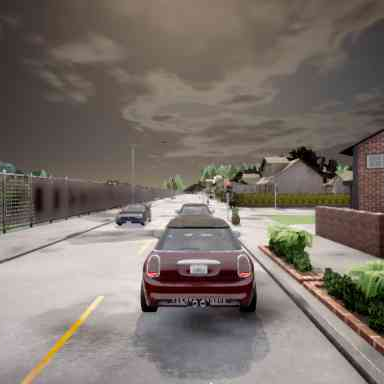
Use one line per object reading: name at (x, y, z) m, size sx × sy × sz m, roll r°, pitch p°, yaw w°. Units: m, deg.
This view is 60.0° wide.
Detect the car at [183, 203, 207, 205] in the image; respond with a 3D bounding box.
car at (0.149, 1.352, 17.550) m, size 2.097 × 1.767 × 4.553 m, roll 0°, pitch 0°, yaw 0°

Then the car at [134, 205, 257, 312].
car at (0.119, 1.352, 7.853) m, size 2.097 × 1.767 × 4.553 m, roll 0°, pitch 0°, yaw 0°

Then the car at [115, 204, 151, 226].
car at (-3.941, 1.547, 23.407) m, size 2.033 × 1.411 × 5.357 m, roll 0°, pitch 0°, yaw 0°
